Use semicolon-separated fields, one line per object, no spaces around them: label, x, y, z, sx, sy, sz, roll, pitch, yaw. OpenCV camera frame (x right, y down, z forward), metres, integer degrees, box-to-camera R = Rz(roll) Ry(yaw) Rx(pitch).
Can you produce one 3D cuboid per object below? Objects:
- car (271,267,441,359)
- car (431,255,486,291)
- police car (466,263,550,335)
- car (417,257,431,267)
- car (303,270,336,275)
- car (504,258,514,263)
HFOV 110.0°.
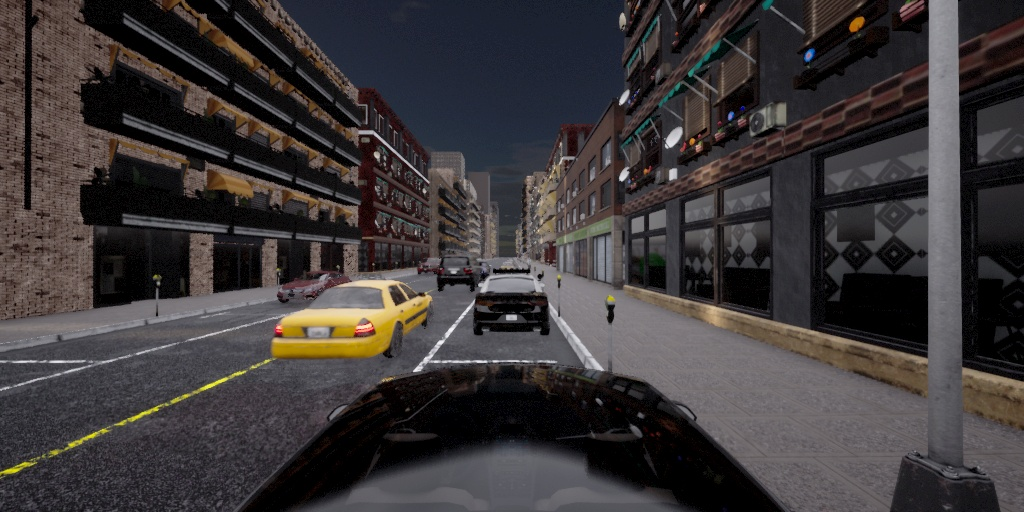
car;-3.143;1.207;8.362;1.801;1.575;5.366;0;0;0
car;-3.100;0.971;22.099;2.150;2.045;5.566;0;0;1
police car;-0.011;1.175;10.609;1.930;1.638;5.238;0;0;0
car;-8.837;1.064;39.007;2.192;1.841;5.009;0;0;0
car;-8.837;1.333;16.462;1.802;1.307;4.207;0;0;0
car;-0.456;1.275;39.173;1.751;1.417;4.829;0;0;0
